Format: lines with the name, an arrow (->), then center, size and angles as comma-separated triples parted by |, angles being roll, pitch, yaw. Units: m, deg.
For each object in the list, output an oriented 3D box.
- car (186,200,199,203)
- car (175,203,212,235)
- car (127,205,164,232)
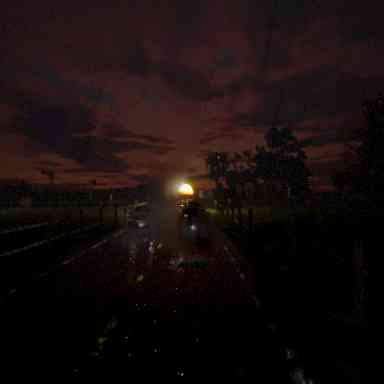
car -> 0.095, 1.680, 35.656 | 1.837, 1.490, 4.892 | 0, 0, 0
car -> 0.093, 1.599, 19.317 | 1.837, 1.490, 4.892 | 0, 0, 0
car -> -2.850, 1.594, 21.143 | 2.128, 1.511, 4.902 | 0, 0, 0
